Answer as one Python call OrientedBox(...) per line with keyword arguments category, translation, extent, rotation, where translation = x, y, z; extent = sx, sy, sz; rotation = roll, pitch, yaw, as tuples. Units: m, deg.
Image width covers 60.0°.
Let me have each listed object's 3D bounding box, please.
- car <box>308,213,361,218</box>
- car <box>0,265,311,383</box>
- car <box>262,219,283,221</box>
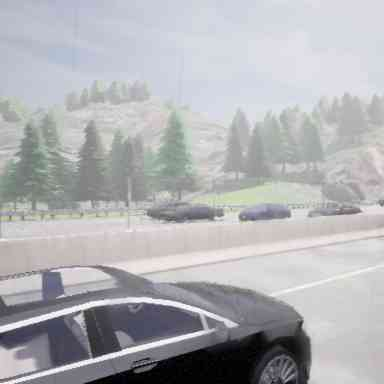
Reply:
OrientedBox(category="car", translation=(10.478, 1.510, 24.351), extent=(4.902, 1.511, 2.128), rotation=(0, 0, -35))
OrientedBox(category="car", translation=(-0.886, 1.492, 3.095), extent=(4.902, 1.511, 2.128), rotation=(0, 0, -36))
OrientedBox(category="car", translation=(5.627, 1.541, 25.188), extent=(4.674, 1.442, 1.812), rotation=(0, 0, -35))
